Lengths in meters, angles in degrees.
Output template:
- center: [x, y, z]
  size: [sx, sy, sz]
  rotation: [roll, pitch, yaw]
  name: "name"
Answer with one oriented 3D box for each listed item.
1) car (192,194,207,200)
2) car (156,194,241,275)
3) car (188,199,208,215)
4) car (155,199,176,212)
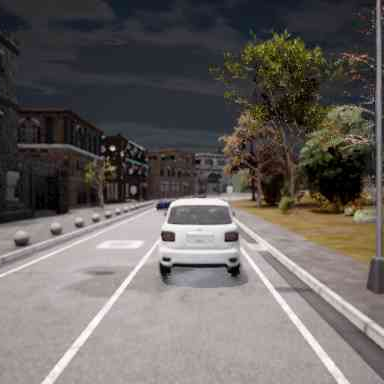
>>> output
- center: [1.779, 1.090, 78.751]
  size: [1.895, 1.301, 4.718]
  rotation: [0, 1, 22]
  name: "car"
- center: [0.233, 1.226, 10.634]
  size: [2.150, 2.045, 5.566]
  rotation: [0, 0, 1]
  name: "car"
- center: [0.632, 1.480, 33.869]
  size: [1.895, 1.301, 4.718]
  rotation: [0, 0, 1]
  name: "car"
- center: [-2.984, 1.455, 37.966]
  size: [1.895, 1.301, 4.718]
  rotation: [0, 0, 1]
  name: "car"
